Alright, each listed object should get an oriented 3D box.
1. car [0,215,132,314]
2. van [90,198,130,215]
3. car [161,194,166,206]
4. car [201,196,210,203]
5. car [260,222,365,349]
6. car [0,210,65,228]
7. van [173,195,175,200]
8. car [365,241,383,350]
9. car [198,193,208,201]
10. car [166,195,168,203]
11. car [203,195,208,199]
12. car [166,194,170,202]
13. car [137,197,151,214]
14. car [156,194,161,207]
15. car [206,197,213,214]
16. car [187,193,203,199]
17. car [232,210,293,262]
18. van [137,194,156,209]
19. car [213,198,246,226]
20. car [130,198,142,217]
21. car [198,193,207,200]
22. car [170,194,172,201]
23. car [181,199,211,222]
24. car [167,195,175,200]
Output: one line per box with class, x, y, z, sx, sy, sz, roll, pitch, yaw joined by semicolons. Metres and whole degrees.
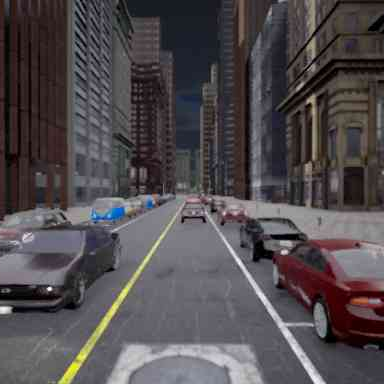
car;-3.044;1.536;8.071;2.033;1.411;5.357;0;0;1
van;-5.760;1.309;23.192;1.690;1.788;3.998;0;0;0
car;-5.754;1.254;51.375;2.192;1.841;5.009;0;0;0
car;2.776;1.507;68.289;1.802;1.307;4.206;0;0;0
car;2.762;1.536;6.289;1.887;1.381;4.507;0;0;0
car;-5.762;1.423;11.919;1.967;1.590;4.097;0;0;0
van;-5.747;1.260;79.558;1.690;1.788;3.998;0;0;0
car;2.759;1.314;0.652;2.192;1.841;5.009;0;0;0
car;2.779;1.233;85.196;2.192;1.841;5.009;0;0;0
car;-5.751;1.500;57.012;1.947;1.339;4.313;0;0;0
car;2.772;1.522;51.379;1.802;1.307;4.206;0;0;0
car;-5.750;1.495;62.648;1.947;1.339;4.313;0;0;0
car;-5.757;1.506;34.465;2.008;1.369;4.403;0;0;0
car;-5.755;1.385;45.738;1.967;1.590;4.097;0;0;0
car;2.768;1.521;34.470;1.947;1.339;4.313;0;0;0
car;0.111;1.297;45.876;2.097;1.767;4.553;0;0;0
car;2.763;1.550;11.925;1.947;1.339;4.313;0;0;0
van;-5.756;1.291;40.101;1.690;1.788;3.998;0;0;0
car;2.765;1.409;23.197;1.967;1.590;4.097;0;0;0
car;-5.758;1.487;28.659;1.752;1.417;4.829;0;0;0
car;2.780;1.232;90.832;2.192;1.841;5.009;0;0;0
car;-5.749;1.476;68.285;2.008;1.369;4.403;0;0;0
car;0.105;1.512;25.791;2.033;1.411;5.357;0;0;0
car;-5.744;1.499;90.832;1.802;1.307;4.206;0;0;0
